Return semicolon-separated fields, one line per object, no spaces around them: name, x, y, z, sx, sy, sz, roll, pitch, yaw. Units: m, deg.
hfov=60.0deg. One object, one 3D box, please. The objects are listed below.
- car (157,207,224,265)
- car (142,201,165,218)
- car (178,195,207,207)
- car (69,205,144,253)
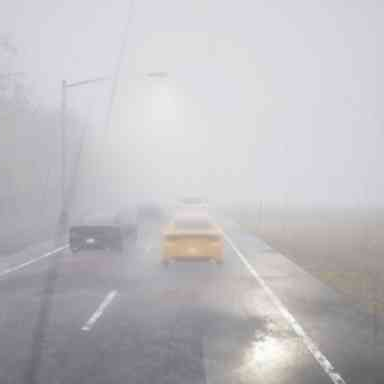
car;0.032;1.504;11.822;1.882;1.535;5.008;0;0;0
car;-3.457;1.543;28.814;1.882;1.535;5.008;0;0;0
car;0.023;1.284;26.598;2.150;2.045;5.566;0;0;0
car;-3.451;1.509;13.857;1.882;1.535;5.008;0;0;0
